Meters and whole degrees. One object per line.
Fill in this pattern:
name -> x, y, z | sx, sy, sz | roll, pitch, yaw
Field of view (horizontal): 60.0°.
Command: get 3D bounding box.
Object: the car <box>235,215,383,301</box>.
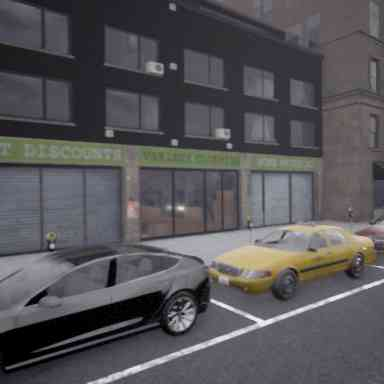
car -> 2.599, 1.404, 8.042 | 4.829, 1.417, 1.752 | -1, 1, -35

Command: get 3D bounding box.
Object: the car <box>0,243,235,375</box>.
car -> -1.671, 1.536, 5.004 | 4.313, 1.339, 1.947 | -1, 1, -35
